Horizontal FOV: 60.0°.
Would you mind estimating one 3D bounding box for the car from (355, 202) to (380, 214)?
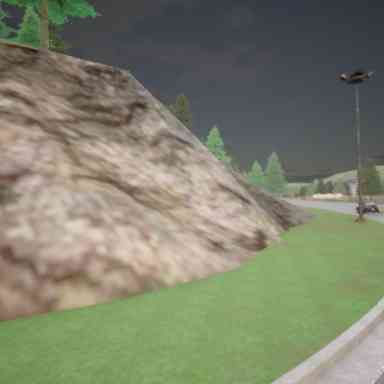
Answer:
[{"bbox_3d":[22.412,1.976,42.560,1.812,1.442,4.674,-1,-1,12],"label":"car"}]
